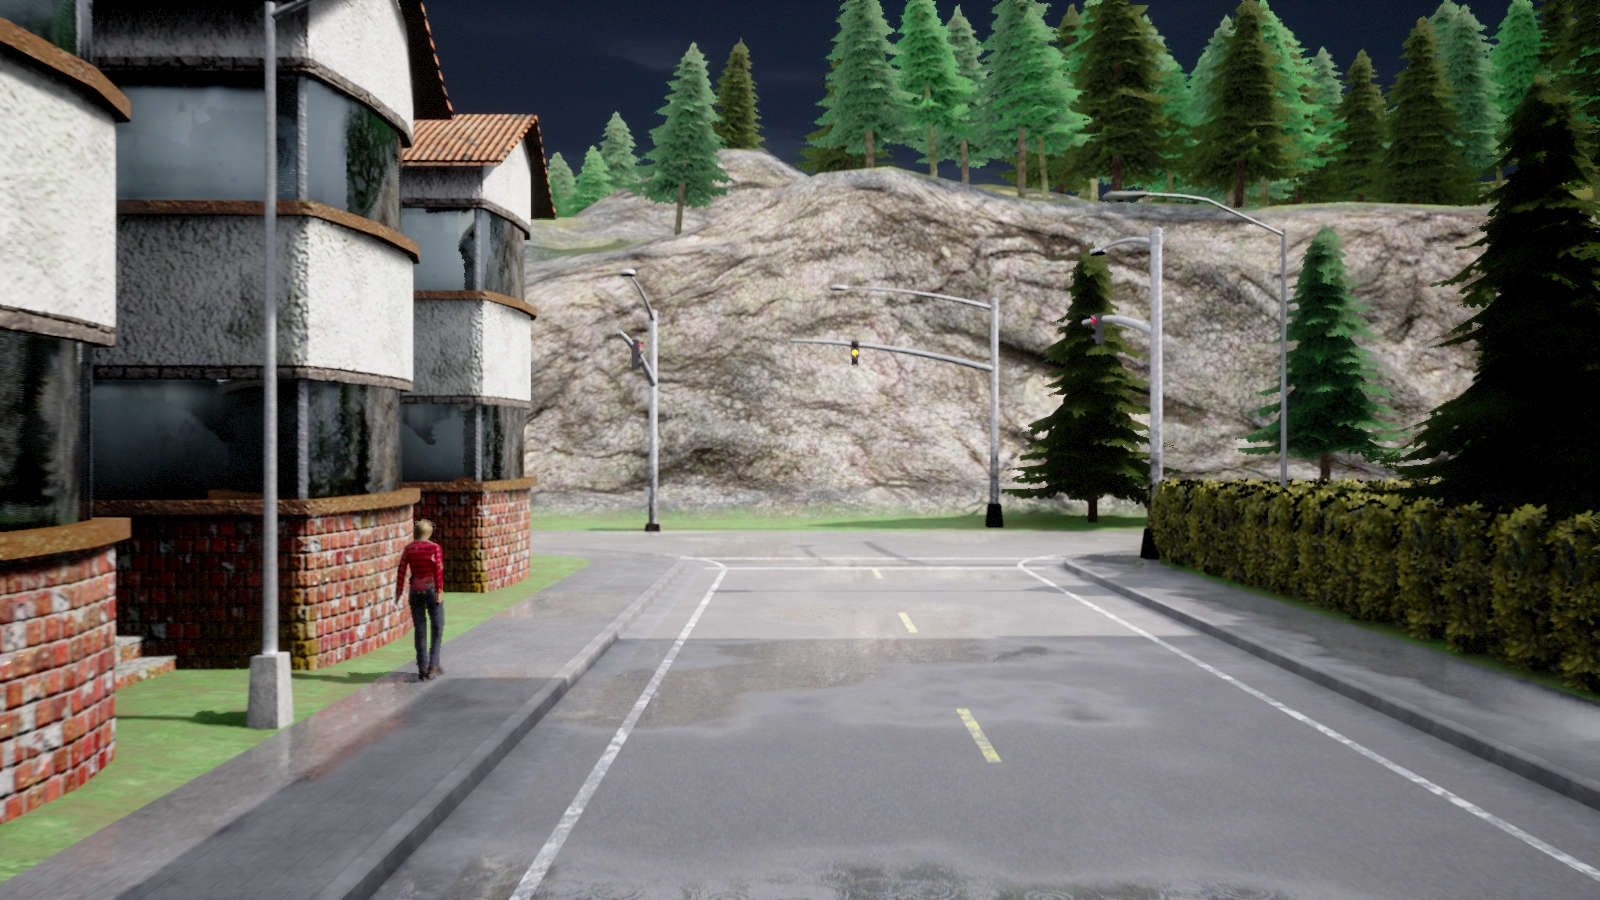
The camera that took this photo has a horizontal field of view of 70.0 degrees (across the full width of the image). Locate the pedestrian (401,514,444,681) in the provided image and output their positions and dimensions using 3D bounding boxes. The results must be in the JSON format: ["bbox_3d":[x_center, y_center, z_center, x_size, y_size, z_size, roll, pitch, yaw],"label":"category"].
[{"bbox_3d":[-4.323,1.676,13.095,0.375,1.860,0.375,0,0,-2],"label":"pedestrian"}]
